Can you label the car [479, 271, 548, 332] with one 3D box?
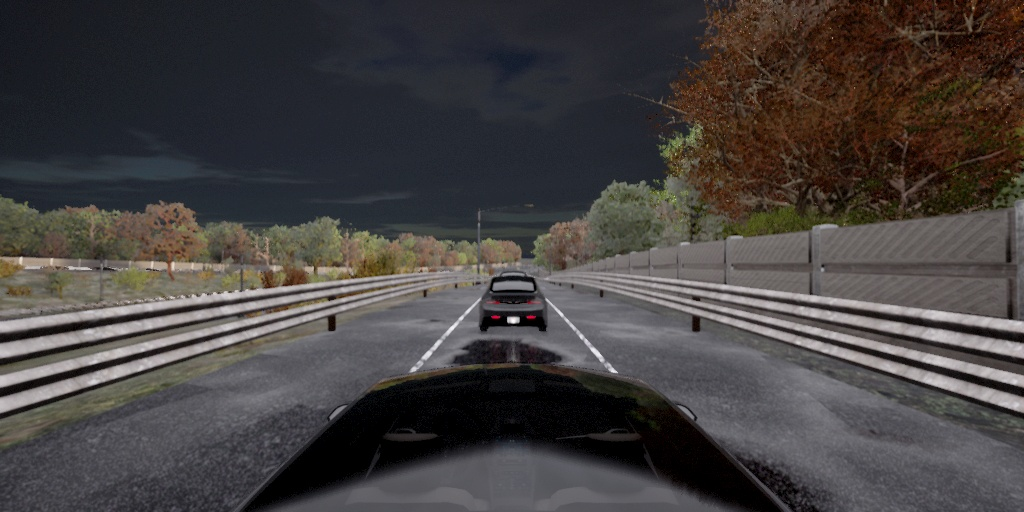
[{"bbox_3d":[0.038,1.354,11.236,1.837,1.490,4.892,0,-1,0],"label":"car"}]
